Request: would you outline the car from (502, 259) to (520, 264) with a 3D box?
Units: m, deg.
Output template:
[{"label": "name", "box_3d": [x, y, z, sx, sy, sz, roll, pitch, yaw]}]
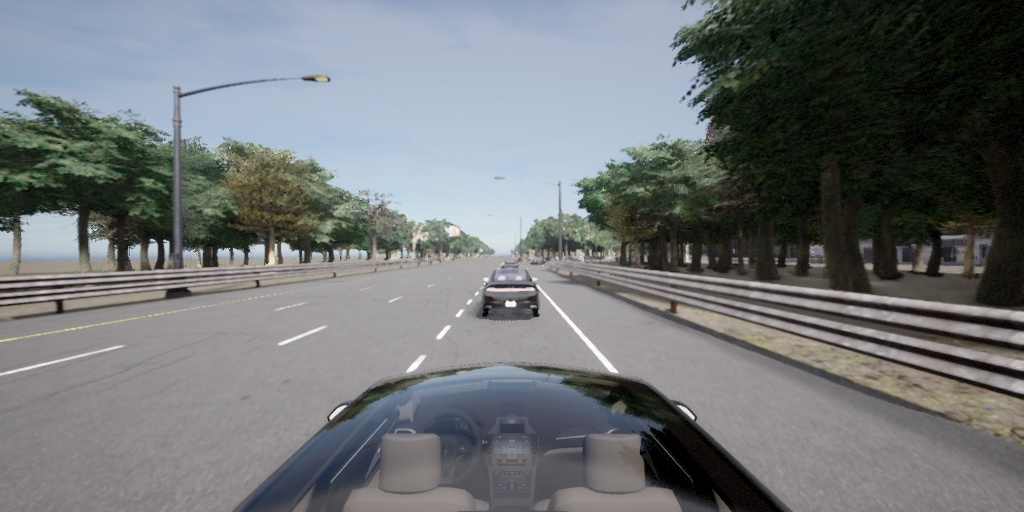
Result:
[{"label": "car", "box_3d": [-0.115, 1.120, 39.998, 2.128, 1.511, 4.902, 0, 0, 2]}]

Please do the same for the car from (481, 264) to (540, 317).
[{"label": "car", "box_3d": [-0.051, 1.206, 12.997, 2.128, 1.511, 4.902, 0, 0, 0]}]
